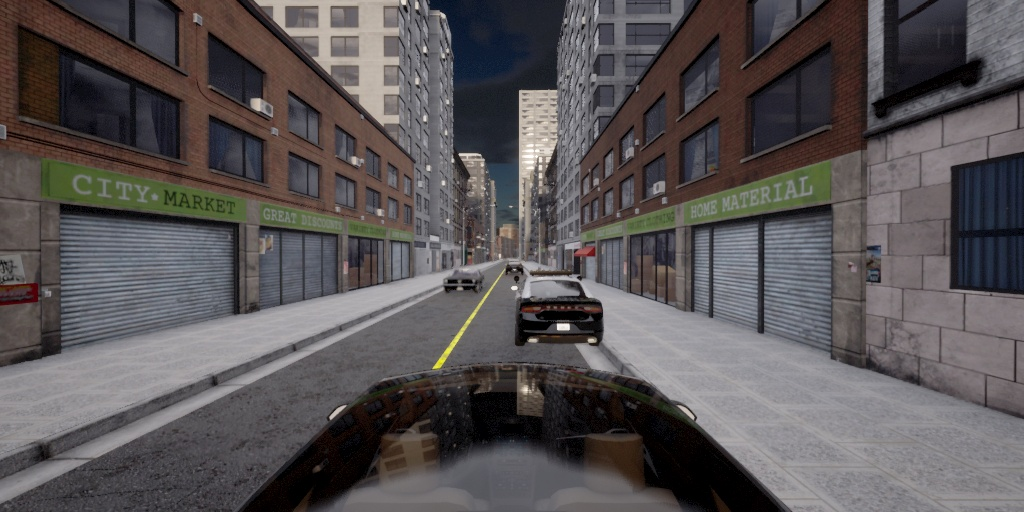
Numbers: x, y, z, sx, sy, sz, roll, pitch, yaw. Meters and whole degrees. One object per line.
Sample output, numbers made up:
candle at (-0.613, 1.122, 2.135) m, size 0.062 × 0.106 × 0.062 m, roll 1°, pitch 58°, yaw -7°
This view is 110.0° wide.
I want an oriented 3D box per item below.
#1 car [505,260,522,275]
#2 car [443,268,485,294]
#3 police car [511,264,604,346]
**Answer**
car at (0.280, 1.248, 38.871) m, size 1.882 × 1.535 × 5.008 m, roll 0°, pitch 0°, yaw 0°
car at (-2.646, 1.354, 20.437) m, size 1.895 × 1.301 × 4.718 m, roll 0°, pitch 0°, yaw 0°
police car at (1.010, 1.176, 9.544) m, size 1.930 × 1.638 × 5.238 m, roll 0°, pitch 0°, yaw 0°
